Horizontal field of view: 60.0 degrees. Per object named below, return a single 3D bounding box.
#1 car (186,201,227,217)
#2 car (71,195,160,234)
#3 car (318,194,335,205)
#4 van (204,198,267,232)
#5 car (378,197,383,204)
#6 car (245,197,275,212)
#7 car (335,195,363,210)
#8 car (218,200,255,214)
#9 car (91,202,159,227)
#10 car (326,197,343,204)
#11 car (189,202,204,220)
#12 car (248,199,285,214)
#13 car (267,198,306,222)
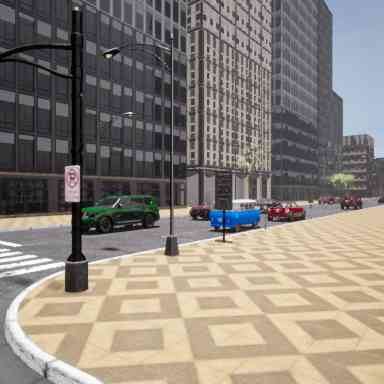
[{"bbox_3d":[1.471,1.603,31.648,1.802,1.307,4.206,0,0,38],"label":"car"},{"bbox_3d":[-4.380,1.238,20.019,2.150,2.045,5.566,0,0,39],"label":"car"},{"bbox_3d":[25.306,1.380,62.450,2.192,1.841,5.009,0,0,38],"label":"car"},{"bbox_3d":[2.723,1.368,20.209,1.690,1.788,3.998,0,0,38],"label":"van"},{"bbox_3d":[38.347,1.658,66.425,1.947,1.339,4.313,0,0,38],"label":"car"},{"bbox_3d":[8.281,1.471,40.449,1.967,1.590,4.097,0,0,38],"label":"car"},{"bbox_3d":[21.323,1.368,44.426,2.192,1.841,5.009,0,0,38],"label":"car"},{"bbox_3d":[4.876,1.570,36.049,1.887,1.381,4.507,0,0,38],"label":"car"},{"bbox_3d":[-4.657,1.540,23.941,1.752,1.417,4.829,0,0,38],"label":"car"},{"bbox_3d":[28.711,1.624,66.849,2.008,1.369,4.403,0,0,38],"label":"car"},{"bbox_3d":[1.837,1.624,28.086,1.895,1.301,4.718,0,0,38],"label":"car"},{"bbox_3d":[8.224,1.523,36.322,2.128,1.511,4.902,0,0,38],"label":"car"},{"bbox_3d":[7.703,1.472,26.825,1.967,1.590,4.097,0,0,38],"label":"car"}]
